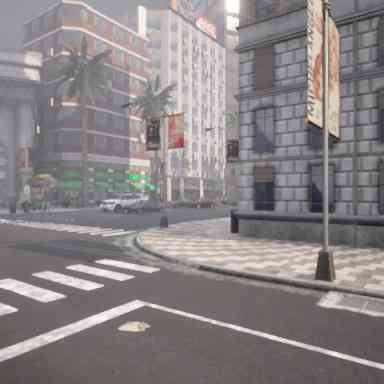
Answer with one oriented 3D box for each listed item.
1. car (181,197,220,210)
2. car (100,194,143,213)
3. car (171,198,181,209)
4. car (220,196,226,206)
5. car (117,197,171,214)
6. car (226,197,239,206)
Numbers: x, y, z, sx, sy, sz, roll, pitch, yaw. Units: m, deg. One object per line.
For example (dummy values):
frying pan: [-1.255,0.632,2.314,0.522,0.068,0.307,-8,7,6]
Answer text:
car: [1.138,1.467,43.933,1.882,1.535,5.008,0,0,38]
car: [-7.771,1.209,37.844,2.150,2.045,5.566,0,0,36]
car: [-1.771,1.513,45.847,1.812,1.442,4.674,0,0,37]
car: [4.881,1.479,53.605,4.902,1.511,2.128,0,0,-44]
car: [-5.056,1.536,35.651,2.033,1.411,5.357,0,0,36]
car: [7.772,1.553,51.546,4.181,1.385,1.994,0,0,-43]
